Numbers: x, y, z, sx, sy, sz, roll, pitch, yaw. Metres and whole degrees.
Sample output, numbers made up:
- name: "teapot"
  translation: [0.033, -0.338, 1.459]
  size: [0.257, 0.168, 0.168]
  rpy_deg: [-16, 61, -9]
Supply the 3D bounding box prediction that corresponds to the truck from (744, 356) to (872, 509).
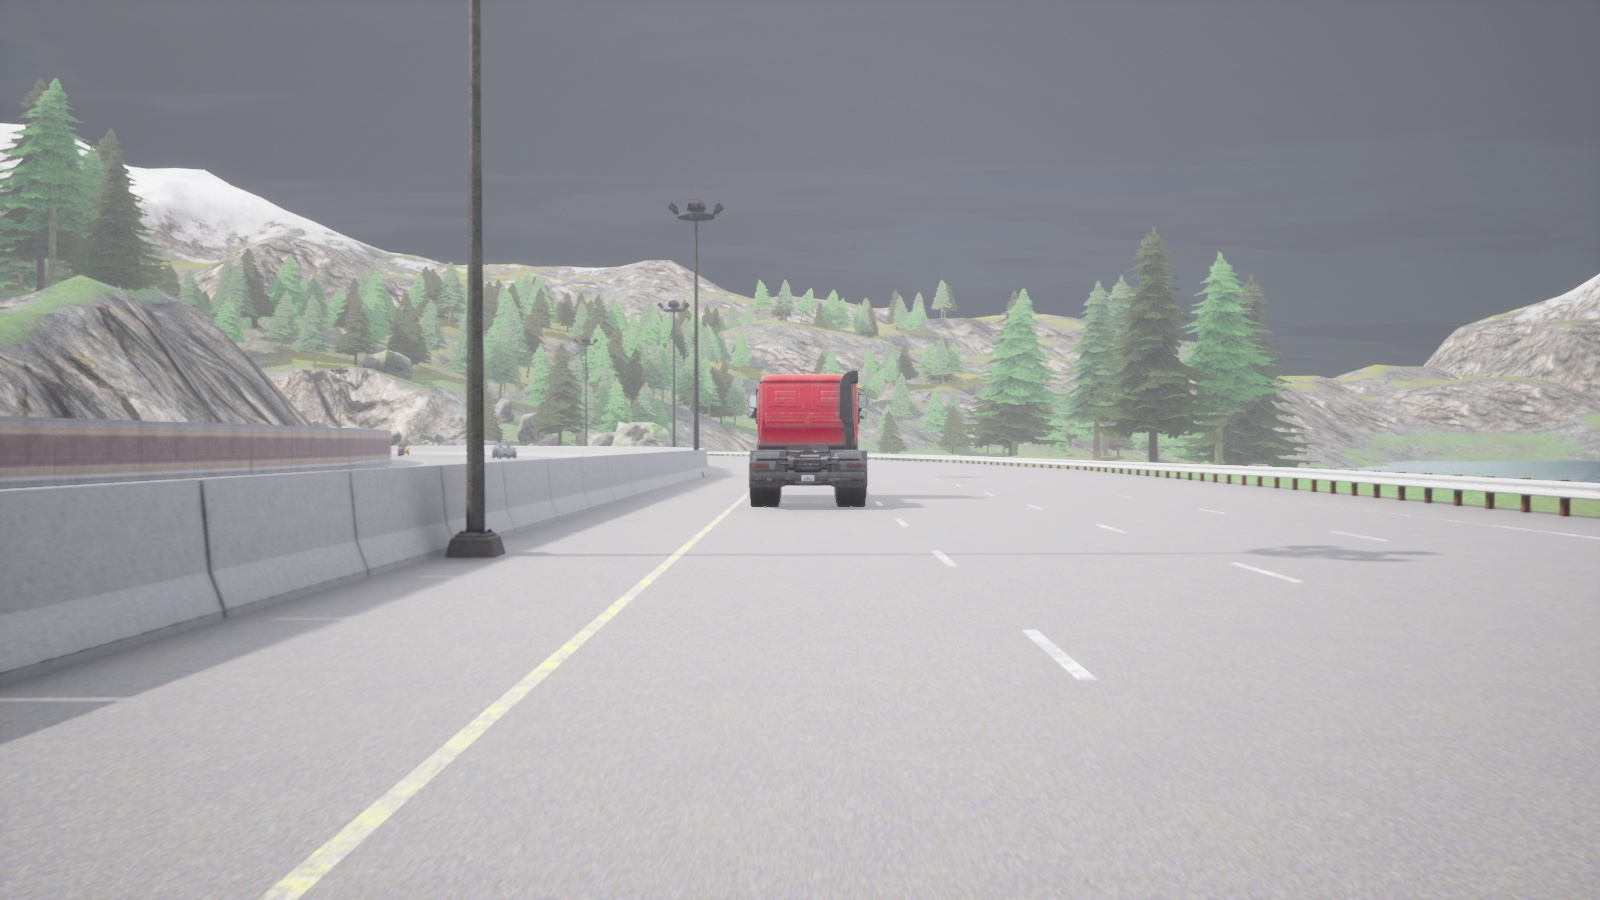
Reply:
- name: "truck"
  translation: [0.201, -0.417, 32.330]
  size: [2.891, 3.462, 7.936]
  rpy_deg: [0, 0, 0]
